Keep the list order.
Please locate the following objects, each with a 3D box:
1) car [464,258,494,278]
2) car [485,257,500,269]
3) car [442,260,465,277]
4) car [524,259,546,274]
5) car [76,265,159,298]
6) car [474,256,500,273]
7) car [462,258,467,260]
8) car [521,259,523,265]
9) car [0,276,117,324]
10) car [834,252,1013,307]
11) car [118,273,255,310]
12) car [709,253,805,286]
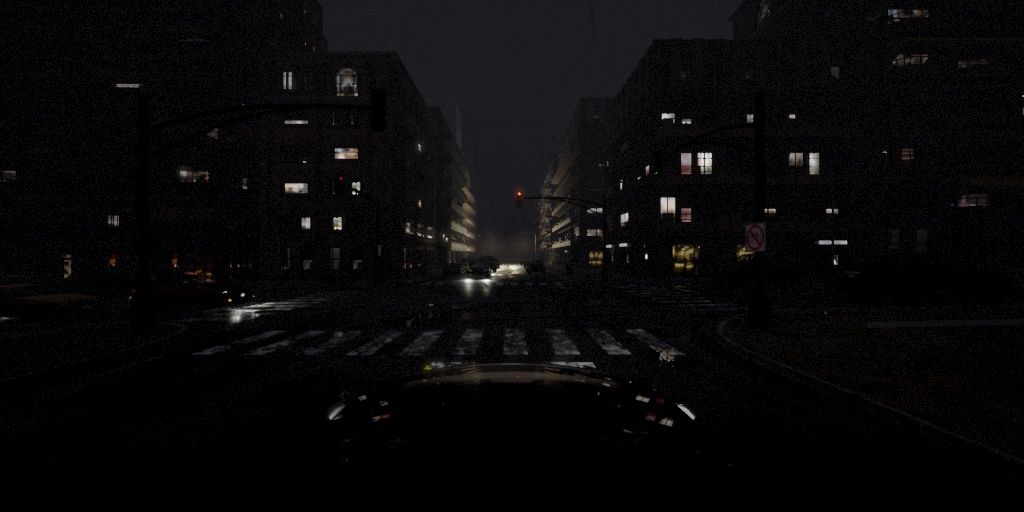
[{"bbox_3d":[-3.044,1.233,34.119,1.882,1.535,5.008,0,0,0],"label":"car"},{"bbox_3d":[-2.985,1.118,56.226,2.097,1.767,4.553,0,0,0],"label":"car"},{"bbox_3d":[-5.631,1.322,35.134,1.948,1.339,4.313,0,0,0],"label":"car"},{"bbox_3d":[2.759,1.198,40.803,1.967,1.591,4.097,0,0,0],"label":"car"},{"bbox_3d":[-23.565,1.462,21.136,5.009,1.841,2.192,0,0,0],"label":"car"},{"bbox_3d":[-3.024,0.980,44.563,2.150,2.045,5.566,0,0,0],"label":"car"},{"bbox_3d":[-5.621,1.283,40.646,1.751,1.417,4.829,0,0,0],"label":"car"},{"bbox_3d":[2.790,1.348,57.851,1.802,1.307,4.207,0,0,0],"label":"car"},{"bbox_3d":[-17.611,1.585,12.829,4.829,1.417,1.751,0,0,0],"label":"car"},{"bbox_3d":[14.730,0.775,13.054,5.009,1.841,2.192,0,0,0],"label":"car"},{"bbox_3d":[-13.697,1.542,15.499,4.181,1.385,1.994,-1,0,-2],"label":"car"},{"bbox_3d":[14.610,0.759,21.433,5.009,1.841,2.192,0,0,0],"label":"car"}]
